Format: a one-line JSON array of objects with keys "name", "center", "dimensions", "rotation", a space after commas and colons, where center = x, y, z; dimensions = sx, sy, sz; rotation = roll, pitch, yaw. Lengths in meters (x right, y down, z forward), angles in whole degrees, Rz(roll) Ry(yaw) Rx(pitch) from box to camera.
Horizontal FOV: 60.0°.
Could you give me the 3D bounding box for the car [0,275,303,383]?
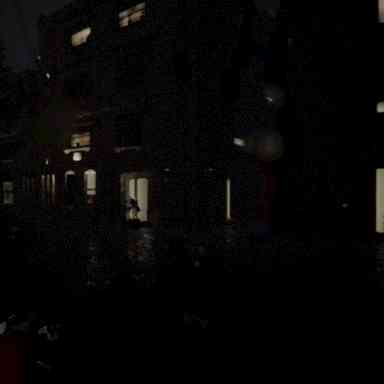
[{"name": "car", "center": [-0.989, 1.600, 3.576], "dimensions": [4.206, 1.307, 1.802], "rotation": [0, 0, 35]}]
